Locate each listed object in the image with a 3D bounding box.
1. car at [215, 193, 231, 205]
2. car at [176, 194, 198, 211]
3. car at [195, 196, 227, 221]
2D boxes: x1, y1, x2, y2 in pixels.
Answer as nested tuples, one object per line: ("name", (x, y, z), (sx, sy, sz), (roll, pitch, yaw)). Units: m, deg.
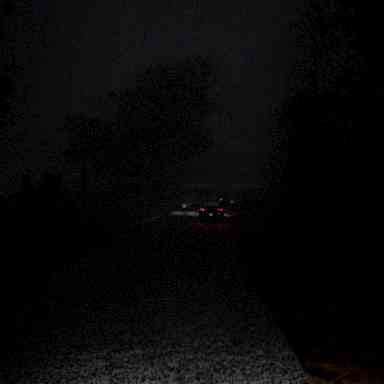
("car", (3.745, 0.797, 41.478), (1.994, 1.385, 4.181), (1, 3, 9))
("car", (-0.387, 1.017, 33.841), (2.128, 1.511, 4.902), (2, 2, 8))
("car", (1.545, 1.337, 25.363), (1.812, 1.442, 4.674), (0, 1, 6))
